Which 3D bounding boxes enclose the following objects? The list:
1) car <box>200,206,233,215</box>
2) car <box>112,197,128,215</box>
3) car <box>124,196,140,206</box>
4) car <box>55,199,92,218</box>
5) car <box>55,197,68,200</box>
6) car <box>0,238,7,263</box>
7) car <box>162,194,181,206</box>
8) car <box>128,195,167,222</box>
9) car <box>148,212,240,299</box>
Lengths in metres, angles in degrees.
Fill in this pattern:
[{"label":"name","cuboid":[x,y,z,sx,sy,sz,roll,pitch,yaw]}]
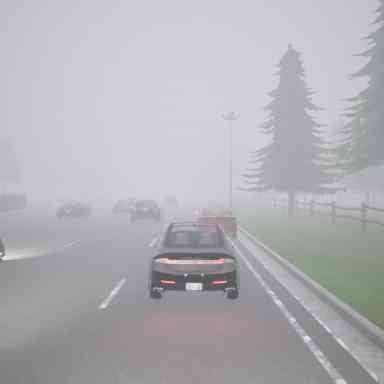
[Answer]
[{"label":"car","cuboid":[1.235,1.478,17.760,1.882,1.535,5.008,0,0,0]},{"label":"car","cuboid":[-6.881,1.547,34.582,2.033,1.411,5.357,0,0,0]},{"label":"car","cuboid":[-10.367,1.506,57.840,1.837,1.490,4.892,0,0,0]},{"label":"car","cuboid":[-10.383,1.564,29.678,1.994,1.385,4.181,0,0,0]},{"label":"car","cuboid":[-25.593,1.600,65.614,1.895,1.301,4.718,0,0,-35]},{"label":"car","cuboid":[-6.895,1.564,8.888,1.994,1.385,4.181,0,0,0]},{"label":"car","cuboid":[-3.367,1.351,54.105,2.097,1.767,4.553,0,0,0]},{"label":"car","cuboid":[-3.385,1.351,26.165,2.097,1.767,4.553,0,0,0]},{"label":"car","cuboid":[0.057,1.492,8.419,2.128,1.511,4.902,0,0,0]}]
